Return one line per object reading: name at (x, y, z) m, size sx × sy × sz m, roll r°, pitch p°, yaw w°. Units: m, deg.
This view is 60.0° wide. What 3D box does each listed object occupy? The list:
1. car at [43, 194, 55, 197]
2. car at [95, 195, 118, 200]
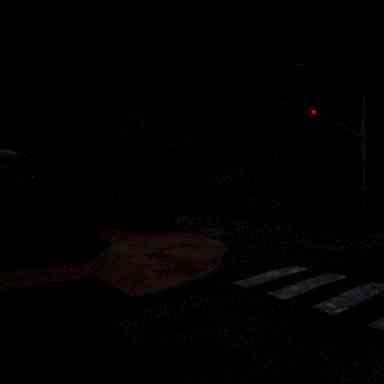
car at (-21.277, 1.112, 49.929) m, size 2.097 × 1.767 × 4.553 m, roll 0°, pitch 0°, yaw -35°
car at (-7.752, 1.114, 30.856) m, size 2.097 × 1.767 × 4.553 m, roll 0°, pitch 0°, yaw -36°
